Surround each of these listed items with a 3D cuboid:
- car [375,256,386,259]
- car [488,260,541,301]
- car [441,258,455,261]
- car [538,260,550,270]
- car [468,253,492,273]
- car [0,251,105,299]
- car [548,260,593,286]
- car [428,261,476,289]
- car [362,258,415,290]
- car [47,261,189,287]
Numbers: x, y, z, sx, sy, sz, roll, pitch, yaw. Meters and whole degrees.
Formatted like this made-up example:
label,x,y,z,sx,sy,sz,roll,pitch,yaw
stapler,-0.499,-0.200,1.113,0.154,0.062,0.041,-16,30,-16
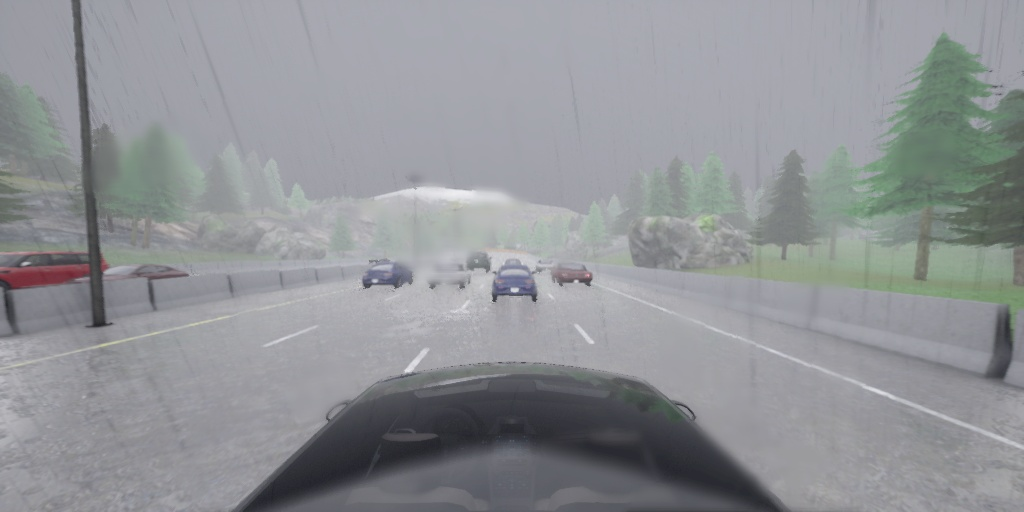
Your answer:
label,x,y,z,sx,sy,sz,roll,pitch,yaw
car,-20.995,0.683,56.603,1.895,1.301,4.718,0,0,0
car,0.102,1.096,15.871,1.812,1.442,4.674,0,1,0
car,-6.897,0.973,38.894,1.812,1.442,4.674,0,0,0
car,3.603,1.048,38.889,1.895,1.301,4.718,0,0,0
car,-3.397,0.669,38.294,2.150,2.045,5.566,0,0,0
car,-21.098,0.795,15.591,2.150,2.045,5.566,0,1,0
car,3.602,1.115,22.285,1.895,1.301,4.718,0,0,0
car,-3.398,1.128,20.680,1.895,1.301,4.718,0,0,0
car,-6.897,1.055,20.371,1.812,1.442,4.674,0,1,0
car,-17.597,1.088,16.698,1.812,1.442,4.674,0,1,0
